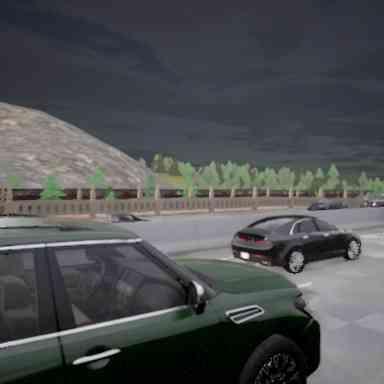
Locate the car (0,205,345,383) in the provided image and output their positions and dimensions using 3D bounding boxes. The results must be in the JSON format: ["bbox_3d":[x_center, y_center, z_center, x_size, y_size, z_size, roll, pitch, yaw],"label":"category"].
[{"bbox_3d":[-1.271,1.219,2.832,5.566,2.045,2.150,0,0,-36],"label":"car"}]

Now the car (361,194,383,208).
[{"bbox_3d":[20.349,1.218,35.539,5.566,2.045,2.150,1,-1,-35],"label":"car"}]

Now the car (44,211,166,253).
[{"bbox_3d":[-3.622,1.578,14.288,4.718,1.301,1.895,0,0,-35],"label":"car"}]

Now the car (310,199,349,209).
[{"bbox_3d":[14.786,1.423,35.878,5.357,1.411,2.033,0,0,-35],"label":"car"}]

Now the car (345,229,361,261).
[{"bbox_3d":[3.412,1.471,10.465,4.892,1.490,1.837,0,0,-36],"label":"car"}]
